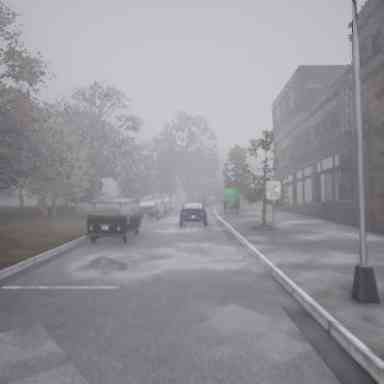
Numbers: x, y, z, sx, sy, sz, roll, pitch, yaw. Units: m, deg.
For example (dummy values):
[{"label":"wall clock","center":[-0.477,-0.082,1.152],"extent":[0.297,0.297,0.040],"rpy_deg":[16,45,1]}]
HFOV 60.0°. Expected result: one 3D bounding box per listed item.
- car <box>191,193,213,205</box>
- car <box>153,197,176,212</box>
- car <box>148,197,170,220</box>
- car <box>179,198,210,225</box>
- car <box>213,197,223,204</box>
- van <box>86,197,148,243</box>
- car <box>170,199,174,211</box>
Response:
[{"label":"car","center":[1.003,1.107,42.625],"extent":[2.150,2.045,5.566],"rpy_deg":[-1,0,8]},{"label":"car","center":[-3.171,1.427,39.073],"extent":[2.097,1.535,5.008],"rpy_deg":[0,0,2]},{"label":"car","center":[-3.410,1.472,27.661],"extent":[2.231,1.521,4.892],"rpy_deg":[0,0,2]},{"label":"car","center":[0.094,1.468,24.189],"extent":[1.882,1.535,5.008],"rpy_deg":[0,0,0]},{"label":"car","center":[3.397,1.523,60.623],"extent":[2.231,1.521,4.892],"rpy_deg":[-2,-1,29]},{"label":"van","center":[-3.631,1.266,16.408],"extent":[1.878,1.987,4.442],"rpy_deg":[1,0,2]},{"label":"car","center":[-3.410,1.322,33.370],"extent":[2.185,1.767,4.553],"rpy_deg":[-1,1,2]}]
